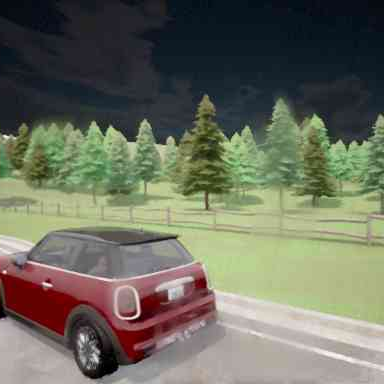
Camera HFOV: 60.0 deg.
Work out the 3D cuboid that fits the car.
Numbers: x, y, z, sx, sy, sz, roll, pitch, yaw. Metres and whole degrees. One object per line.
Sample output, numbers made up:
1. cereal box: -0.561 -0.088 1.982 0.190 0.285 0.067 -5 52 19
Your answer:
1. car: -1.834 1.394 5.851 4.553 1.767 2.097 -1 0 40
